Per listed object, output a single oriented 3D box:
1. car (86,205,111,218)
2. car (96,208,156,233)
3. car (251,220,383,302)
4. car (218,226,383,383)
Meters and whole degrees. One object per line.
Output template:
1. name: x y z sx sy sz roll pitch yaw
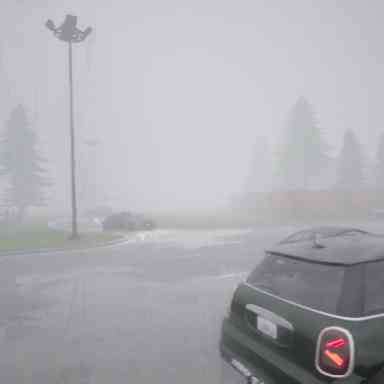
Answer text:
1. car: -12.372 2.546 44.605 1.882 1.535 5.008 -2 -1 9
2. car: -4.505 2.074 23.597 4.181 1.385 1.994 -2 -1 40
3. car: 3.901 1.597 8.799 4.181 1.385 1.994 -1 -1 -26
4. car: 2.670 1.352 4.314 4.553 1.767 2.097 -1 -1 -26
